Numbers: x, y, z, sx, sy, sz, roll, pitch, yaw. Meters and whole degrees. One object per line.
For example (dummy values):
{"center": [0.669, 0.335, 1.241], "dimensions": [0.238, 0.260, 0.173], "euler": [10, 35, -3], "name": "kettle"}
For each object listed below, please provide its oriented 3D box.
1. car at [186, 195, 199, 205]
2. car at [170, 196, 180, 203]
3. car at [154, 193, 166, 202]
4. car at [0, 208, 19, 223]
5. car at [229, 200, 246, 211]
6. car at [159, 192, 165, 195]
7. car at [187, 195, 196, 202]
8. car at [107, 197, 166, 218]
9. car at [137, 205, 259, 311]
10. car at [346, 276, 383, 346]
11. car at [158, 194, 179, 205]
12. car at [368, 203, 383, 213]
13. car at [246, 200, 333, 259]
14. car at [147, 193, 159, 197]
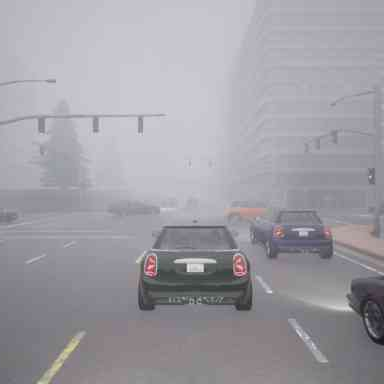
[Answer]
{"center": [0.067, 1.491, 53.726], "dimensions": [2.128, 1.511, 4.902], "euler": [0, 0, 0], "name": "car"}
{"center": [-3.532, 1.595, 71.058], "dimensions": [1.895, 1.301, 4.718], "euler": [0, 0, 0], "name": "car"}
{"center": [-7.033, 1.225, 74.523], "dimensions": [2.150, 2.045, 5.566], "euler": [0, 0, 0], "name": "car"}
{"center": [-14.509, 1.422, 22.798], "dimensions": [5.008, 1.535, 1.882], "euler": [0, 0, 6], "name": "car"}
{"center": [4.489, 1.336, 23.235], "dimensions": [4.553, 1.767, 2.097], "euler": [0, 0, -1], "name": "car"}
{"center": [-7.077, 1.221, 63.878], "dimensions": [2.150, 2.045, 5.566], "euler": [0, 0, 0], "name": "car"}
{"center": [-0.036, 1.525, 81.084], "dimensions": [2.128, 1.511, 4.902], "euler": [0, 0, 0], "name": "car"}
{"center": [-5.219, 1.484, 29.983], "dimensions": [4.902, 1.511, 2.128], "euler": [0, 0, -37], "name": "car"}
{"center": [0.067, 1.352, 7.948], "dimensions": [2.097, 1.767, 4.553], "euler": [0, 0, 0], "name": "car"}
{"center": [3.597, 1.547, 3.313], "dimensions": [2.033, 1.411, 5.357], "euler": [0, 0, 0], "name": "car"}
{"center": [-3.620, 1.491, 51.040], "dimensions": [2.128, 1.511, 4.902], "euler": [0, 0, 0], "name": "car"}
{"center": [19.922, 1.492, 32.423], "dimensions": [5.357, 1.411, 2.033], "euler": [0, 0, -18], "name": "car"}
{"center": [3.581, 1.352, 12.788], "dimensions": [2.097, 1.767, 4.553], "euler": [0, 0, 0], "name": "car"}
{"center": [-7.114, 1.352, 54.464], "dimensions": [2.097, 1.767, 4.553], "euler": [0, 0, 0], "name": "car"}
